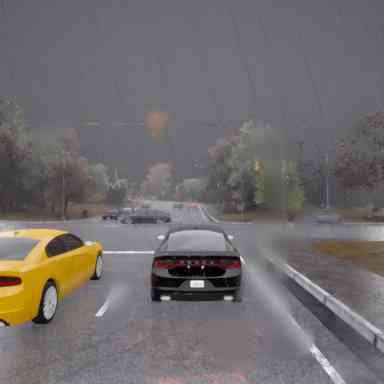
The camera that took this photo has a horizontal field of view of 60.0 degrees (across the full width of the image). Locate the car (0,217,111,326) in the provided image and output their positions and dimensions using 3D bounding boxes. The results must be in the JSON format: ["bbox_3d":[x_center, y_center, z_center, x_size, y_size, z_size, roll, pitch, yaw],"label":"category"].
[{"bbox_3d":[-3.404,1.542,7.274,1.882,1.535,5.008,0,-1,0],"label":"car"}]

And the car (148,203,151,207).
[{"bbox_3d":[-10.325,3.227,75.295,2.033,1.411,5.357,0,0,0],"label":"car"}]

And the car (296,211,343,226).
[{"bbox_3d":[12.028,2.495,31.526,4.181,1.385,1.994,0,-2,-1],"label":"car"}]

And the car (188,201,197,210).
[{"bbox_3d":[0.179,3.038,76.147,2.097,1.767,4.553,0,0,0],"label":"car"}]

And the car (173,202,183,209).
[{"bbox_3d":[-3.322,3.180,76.660,1.837,1.490,4.892,0,0,0],"label":"car"}]

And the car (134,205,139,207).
[{"bbox_3d":[-10.457,3.209,54.610,1.812,1.442,4.674,0,-1,0],"label":"car"}]

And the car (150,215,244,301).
[{"bbox_3d":[0.104,1.565,8.515,1.882,1.535,5.008,0,-1,0],"label":"car"}]

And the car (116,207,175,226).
[{"bbox_3d":[-4.376,2.444,31.742,4.892,1.490,1.837,0,-2,3],"label":"car"}]

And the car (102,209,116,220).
[{"bbox_3d":[-10.507,3.000,44.740,2.033,1.411,5.357,0,-2,1],"label":"car"}]

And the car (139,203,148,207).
[{"bbox_3d":[-10.391,3.243,64.715,2.128,1.511,4.902,0,0,1],"label":"car"}]

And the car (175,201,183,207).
[{"bbox_3d":[-3.417,3.163,86.728,1.994,1.385,4.181,0,0,-3],"label":"car"}]

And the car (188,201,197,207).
[{"bbox_3d":[0.099,3.158,86.304,2.033,1.411,5.357,0,0,-3],"label":"car"}]
